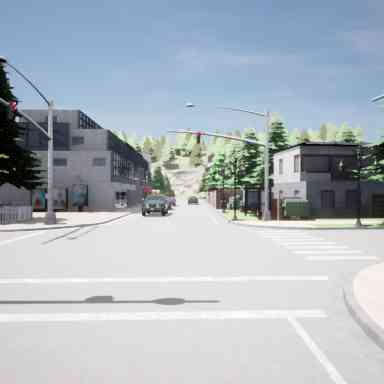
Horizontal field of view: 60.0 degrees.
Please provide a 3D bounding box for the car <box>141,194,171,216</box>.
[{"bbox_3d":[-3.555,1.221,32.699,2.150,2.045,5.566,0,0,0],"label":"car"}]

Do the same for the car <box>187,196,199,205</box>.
[{"bbox_3d":[0.185,1.505,59.556,1.837,1.490,4.892,0,0,0],"label":"car"}]

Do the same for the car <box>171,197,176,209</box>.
[{"bbox_3d":[-3.538,1.491,42.749,2.128,1.511,4.902,0,0,0],"label":"car"}]
